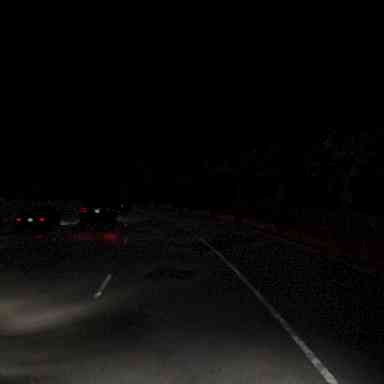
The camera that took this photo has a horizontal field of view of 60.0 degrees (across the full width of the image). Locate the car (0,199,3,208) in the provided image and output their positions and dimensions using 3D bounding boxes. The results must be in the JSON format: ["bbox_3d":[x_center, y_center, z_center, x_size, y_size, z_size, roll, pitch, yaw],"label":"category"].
[{"bbox_3d":[-25.796,1.619,43.524,2.128,1.511,4.902,0,0,-29],"label":"car"}]

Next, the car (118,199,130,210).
[{"bbox_3d":[-9.143,1.573,41.701,1.994,1.385,4.181,0,0,-23],"label":"car"}]

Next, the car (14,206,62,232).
[{"bbox_3d":[-9.395,1.575,20.609,2.033,1.411,5.357,0,0,-13],"label":"car"}]

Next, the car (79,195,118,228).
[{"bbox_3d":[-6.242,1.233,22.356,2.150,2.045,5.566,0,0,-13],"label":"car"}]
